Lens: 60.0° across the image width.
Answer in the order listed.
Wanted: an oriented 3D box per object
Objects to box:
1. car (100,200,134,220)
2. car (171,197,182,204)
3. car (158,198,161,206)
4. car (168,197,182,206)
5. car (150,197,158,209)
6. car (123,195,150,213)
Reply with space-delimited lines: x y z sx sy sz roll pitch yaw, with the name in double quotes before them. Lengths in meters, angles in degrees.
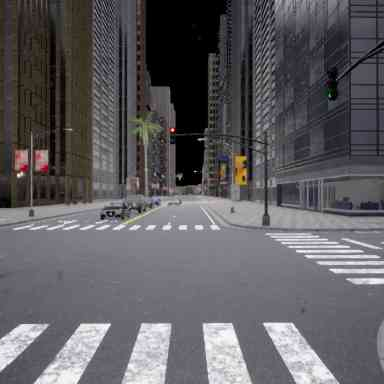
"car" -6.634 1.628 29.136 1.994 1.385 4.181 0 0 0
"car" -3.238 1.790 69.702 1.994 1.385 4.181 0 0 0
"car" -6.621 1.653 58.528 1.882 1.535 5.008 0 0 0
"car" -3.226 1.782 59.806 1.895 1.301 4.718 0 0 0
"car" -6.651 1.484 48.388 2.097 1.767 4.553 0 0 0
"car" -6.647 1.315 38.460 2.150 2.045 5.566 0 0 0
